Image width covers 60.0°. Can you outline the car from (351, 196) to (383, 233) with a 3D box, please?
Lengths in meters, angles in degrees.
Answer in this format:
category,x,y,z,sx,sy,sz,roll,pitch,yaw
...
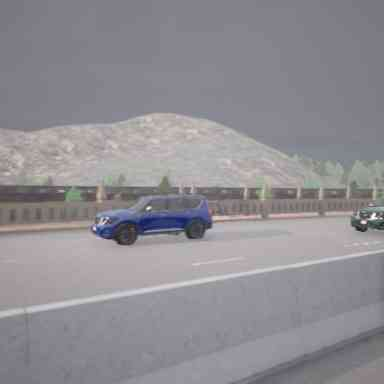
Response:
category,x,y,z,sx,sy,sz,roll,pitch,yaw
car,11.256,1.187,18.031,5.566,2.045,2.150,0,0,-24

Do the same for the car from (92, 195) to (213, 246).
category,x,y,z,sx,sy,sz,roll,pitch,yaw
car,-1.645,1.162,15.190,5.566,2.045,2.150,0,0,-31
